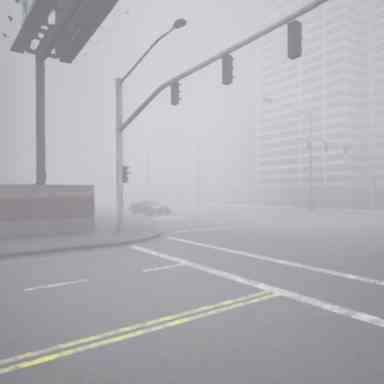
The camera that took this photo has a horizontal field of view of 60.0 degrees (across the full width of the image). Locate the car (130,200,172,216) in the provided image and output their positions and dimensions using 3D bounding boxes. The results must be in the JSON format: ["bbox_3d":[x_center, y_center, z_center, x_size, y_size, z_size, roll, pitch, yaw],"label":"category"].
[{"bbox_3d":[-4.016,1.452,31.187,2.033,1.411,5.357,0,0,-35],"label":"car"}]
